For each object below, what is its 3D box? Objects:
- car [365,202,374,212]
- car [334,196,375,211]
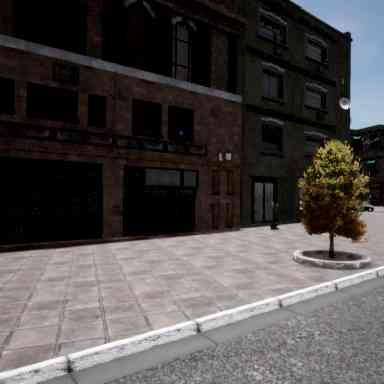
[{"bbox_3d":[18.692,1.568,38.151,1.947,1.339,4.313,1,-1,-18],"label":"car"},{"bbox_3d":[20.197,1.404,41.577,2.097,1.767,4.553,1,0,-18],"label":"car"}]
